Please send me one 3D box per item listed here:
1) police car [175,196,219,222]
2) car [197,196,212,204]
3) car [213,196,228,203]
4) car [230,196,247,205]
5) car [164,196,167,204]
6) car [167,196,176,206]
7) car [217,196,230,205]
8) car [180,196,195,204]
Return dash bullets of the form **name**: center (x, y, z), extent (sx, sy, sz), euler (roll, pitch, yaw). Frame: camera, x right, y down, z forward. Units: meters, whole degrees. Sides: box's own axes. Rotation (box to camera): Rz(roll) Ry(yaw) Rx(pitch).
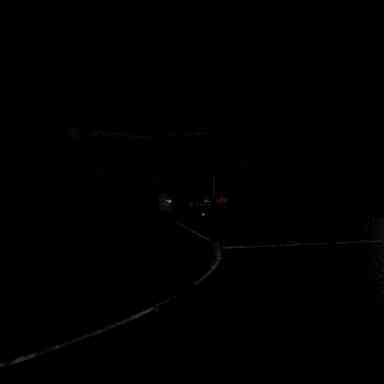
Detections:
- **police car**: center (0.263, 1.425, 26.545), extent (1.930, 1.638, 5.238), euler (0, 0, -12)
- **car**: center (2.426, 1.505, 67.287), extent (1.837, 1.490, 4.892), euler (0, 0, -12)
- **car**: center (5.851, 1.526, 68.007), extent (1.812, 1.442, 4.674), euler (0, 0, -12)
- **car**: center (7.965, 1.491, 57.956), extent (2.128, 1.511, 4.902), euler (0, 0, -12)
- **car**: center (-4.425, 1.492, 65.847), extent (2.128, 1.511, 4.902), euler (0, 0, -12)
- **car**: center (-2.286, 1.492, 55.678), extent (2.128, 1.511, 4.902), euler (0, 0, -12)
- **car**: center (4.534, 1.601, 57.263), extent (1.895, 1.301, 4.718), euler (0, 0, -12)
- **car**: center (-0.999, 1.547, 66.567), extent (2.033, 1.411, 5.357), euler (0, 0, -12)
